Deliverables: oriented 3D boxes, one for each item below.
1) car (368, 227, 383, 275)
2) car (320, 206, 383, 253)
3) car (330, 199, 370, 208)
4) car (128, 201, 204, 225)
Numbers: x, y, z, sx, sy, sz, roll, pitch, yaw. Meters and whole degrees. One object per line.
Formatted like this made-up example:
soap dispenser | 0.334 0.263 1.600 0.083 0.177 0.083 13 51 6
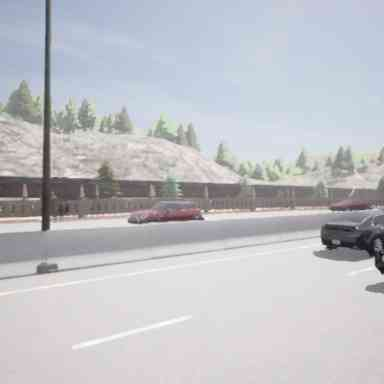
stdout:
car | 6.750 1.603 8.562 4.718 1.301 1.895 0 0 -36
car | 7.025 1.508 13.053 4.892 1.490 1.837 0 0 -35
car | 17.026 1.499 35.782 5.008 1.535 1.882 0 0 -26
car | -1.556 1.354 20.039 4.553 1.767 2.097 0 0 -35
